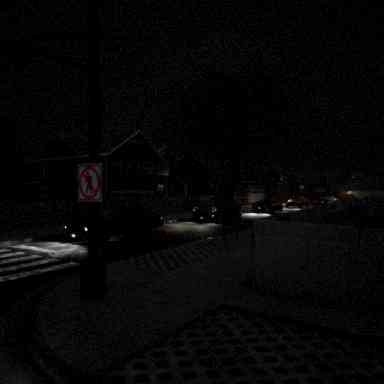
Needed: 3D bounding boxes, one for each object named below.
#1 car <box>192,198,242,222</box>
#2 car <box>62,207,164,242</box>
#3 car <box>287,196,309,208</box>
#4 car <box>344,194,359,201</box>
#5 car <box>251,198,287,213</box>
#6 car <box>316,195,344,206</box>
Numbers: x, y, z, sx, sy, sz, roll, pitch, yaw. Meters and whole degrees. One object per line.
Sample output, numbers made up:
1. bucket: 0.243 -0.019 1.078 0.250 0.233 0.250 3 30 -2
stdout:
1. car: 1.908 1.186 24.644 2.097 1.767 4.553 0 1 34
2. car: -3.608 1.460 16.446 2.033 1.411 5.357 0 1 34
3. car: 13.085 1.196 41.082 1.812 1.442 4.674 0 1 34
4. car: 24.588 1.021 51.659 1.882 1.535 5.008 0 1 39
5. car: 7.452 1.317 32.838 1.994 1.385 4.181 0 1 35
6. car: 17.021 1.201 41.633 2.033 1.411 5.357 0 1 36
